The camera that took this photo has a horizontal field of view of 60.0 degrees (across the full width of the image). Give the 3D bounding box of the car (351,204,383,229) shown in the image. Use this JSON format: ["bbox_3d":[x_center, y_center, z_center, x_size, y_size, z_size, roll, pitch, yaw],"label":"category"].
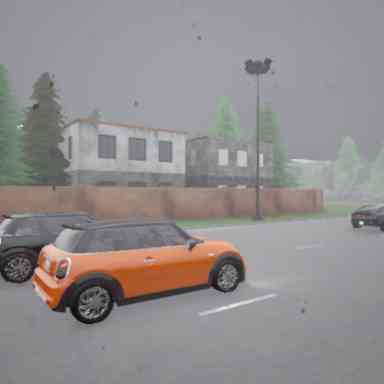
[{"bbox_3d":[11.850,1.551,20.797,4.892,1.490,1.837,0,0,-35],"label":"car"}]

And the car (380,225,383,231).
[{"bbox_3d":[7.116,1.587,8.820,4.181,1.385,1.994,0,0,-35],"label":"car"}]

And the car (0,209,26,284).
[{"bbox_3d":[-3.494,1.359,9.851,4.553,1.767,2.097,0,0,-36],"label":"car"}]

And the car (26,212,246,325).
[{"bbox_3d":[-0.938,1.360,7.376,4.553,1.767,2.097,0,0,-35],"label":"car"}]
